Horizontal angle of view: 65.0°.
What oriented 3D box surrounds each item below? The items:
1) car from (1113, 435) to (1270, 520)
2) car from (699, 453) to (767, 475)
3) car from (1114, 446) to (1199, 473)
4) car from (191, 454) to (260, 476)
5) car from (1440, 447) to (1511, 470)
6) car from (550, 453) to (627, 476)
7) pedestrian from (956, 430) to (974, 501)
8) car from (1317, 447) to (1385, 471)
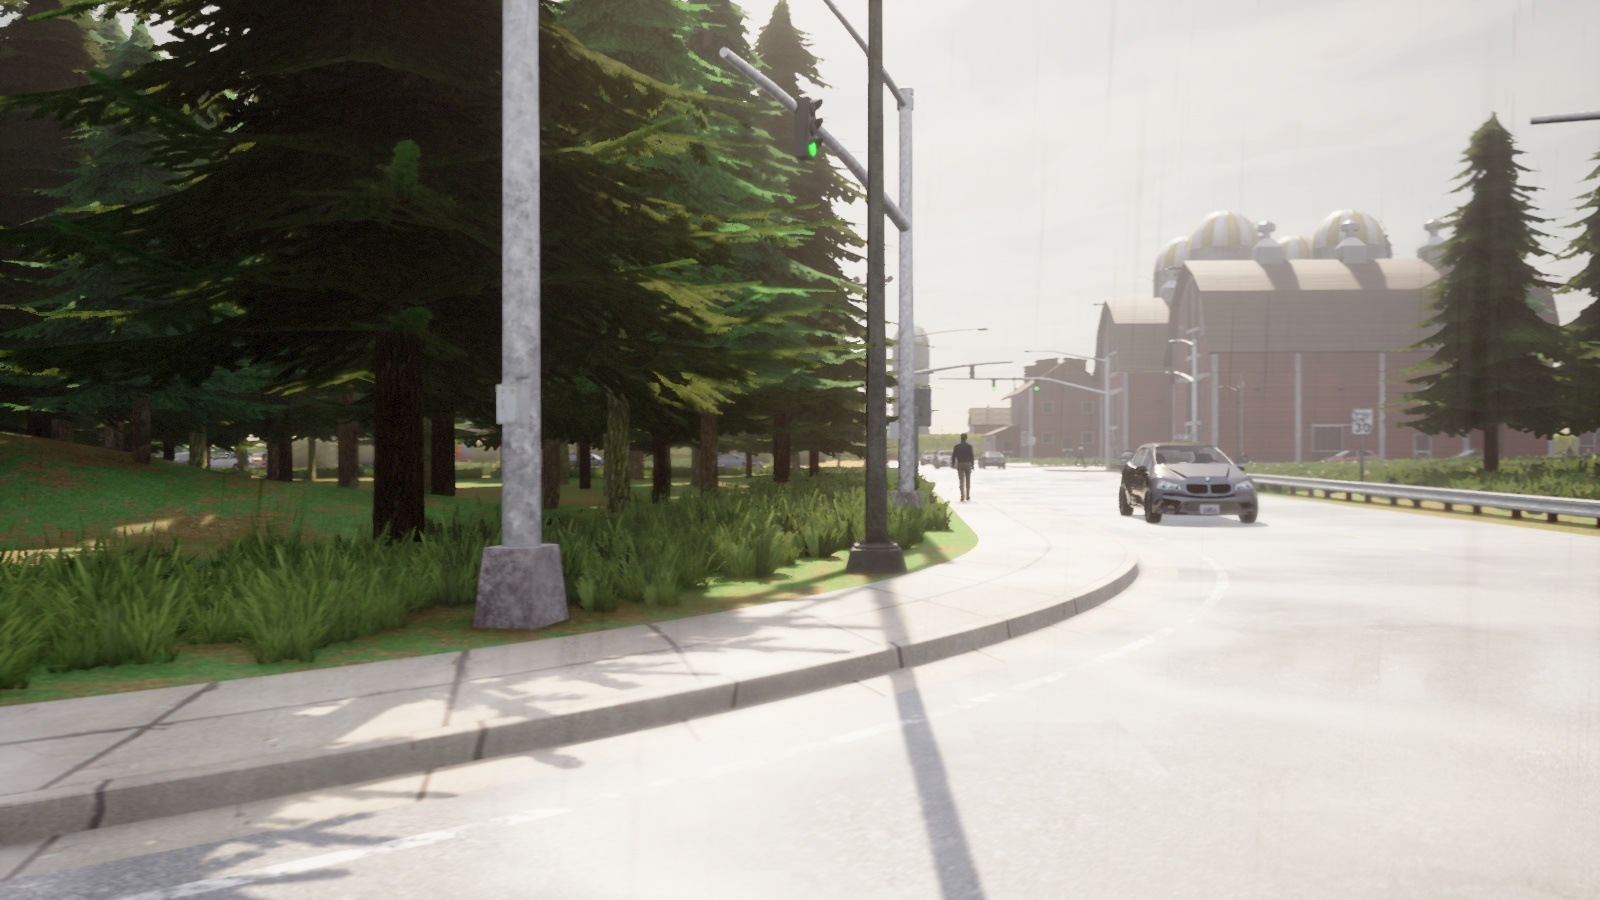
[{"bbox_3d":[8.279,0.549,27.050,2.242,1.667,4.611,0,0,4],"label":"car"},{"bbox_3d":[-4.298,0.901,81.011,4.181,1.385,1.994,0,0,3],"label":"car"},{"bbox_3d":[22.478,0.589,79.197,4.856,1.649,2.033,0,-1,-20],"label":"car"},{"bbox_3d":[-39.566,1.032,86.569,3.806,1.475,1.970,0,0,3],"label":"car"},{"bbox_3d":[43.937,0.542,81.712,3.633,1.501,1.845,0,0,3],"label":"car"},{"bbox_3d":[-13.717,0.924,81.560,4.674,1.442,1.812,0,0,3],"label":"car"},{"bbox_3d":[4.321,0.395,32.813,0.370,1.835,0.726,0,0,15],"label":"pedestrian"},{"bbox_3d":[36.026,0.593,82.172,3.633,1.501,1.845,0,0,3],"label":"car"}]
